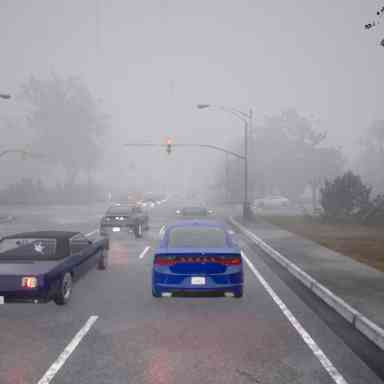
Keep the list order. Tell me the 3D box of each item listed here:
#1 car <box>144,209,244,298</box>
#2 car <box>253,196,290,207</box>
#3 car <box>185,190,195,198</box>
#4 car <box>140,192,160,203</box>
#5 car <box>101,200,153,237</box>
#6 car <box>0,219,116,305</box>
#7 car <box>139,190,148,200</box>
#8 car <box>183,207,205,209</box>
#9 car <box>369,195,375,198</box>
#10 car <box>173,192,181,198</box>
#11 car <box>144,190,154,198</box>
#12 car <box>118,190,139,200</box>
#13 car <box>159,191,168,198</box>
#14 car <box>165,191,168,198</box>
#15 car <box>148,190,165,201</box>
[{"bbox_3d":[0.116,1.446,8.531,1.882,1.535,5.008,0,0,0],"label":"car"},{"bbox_3d":[10.183,1.201,42.667,4.674,1.442,1.812,0,1,0],"label":"car"},{"bbox_3d":[-0.322,0.419,85.404,2.150,2.045,5.566,0,1,-4],"label":"car"},{"bbox_3d":[-6.995,1.127,55.454,1.994,1.385,4.181,0,1,0],"label":"car"},{"bbox_3d":[-3.370,1.402,17.237,1.837,1.490,4.892,0,0,0],"label":"car"},{"bbox_3d":[-3.385,1.573,7.986,1.895,1.301,4.718,0,0,0],"label":"car"},{"bbox_3d":[-10.449,0.709,63.428,2.150,2.045,5.566,0,1,0],"label":"car"},{"bbox_3d":[0.130,1.458,17.513,1.994,1.385,4.181,0,0,0],"label":"car"},{"bbox_3d":[22.144,1.176,43.245,4.892,1.490,1.837,0,0,-3],"label":"car"},{"bbox_3d":[-3.839,0.741,85.603,2.033,1.411,5.357,0,1,-4],"label":"car"},{"bbox_3d":[-10.774,0.445,84.223,2.150,2.045,5.566,0,1,-3],"label":"car"},{"bbox_3d":[-10.524,0.930,53.845,2.097,1.767,4.553,0,0,1],"label":"car"},{"bbox_3d":[-7.284,0.571,84.521,2.097,1.767,4.553,0,1,-3],"label":"car"},{"bbox_3d":[-6.968,0.957,74.287,1.895,1.301,4.718,0,1,-1],"label":"car"},{"bbox_3d":[-6.951,0.956,64.262,1.882,1.535,5.008,0,1,0],"label":"car"}]
